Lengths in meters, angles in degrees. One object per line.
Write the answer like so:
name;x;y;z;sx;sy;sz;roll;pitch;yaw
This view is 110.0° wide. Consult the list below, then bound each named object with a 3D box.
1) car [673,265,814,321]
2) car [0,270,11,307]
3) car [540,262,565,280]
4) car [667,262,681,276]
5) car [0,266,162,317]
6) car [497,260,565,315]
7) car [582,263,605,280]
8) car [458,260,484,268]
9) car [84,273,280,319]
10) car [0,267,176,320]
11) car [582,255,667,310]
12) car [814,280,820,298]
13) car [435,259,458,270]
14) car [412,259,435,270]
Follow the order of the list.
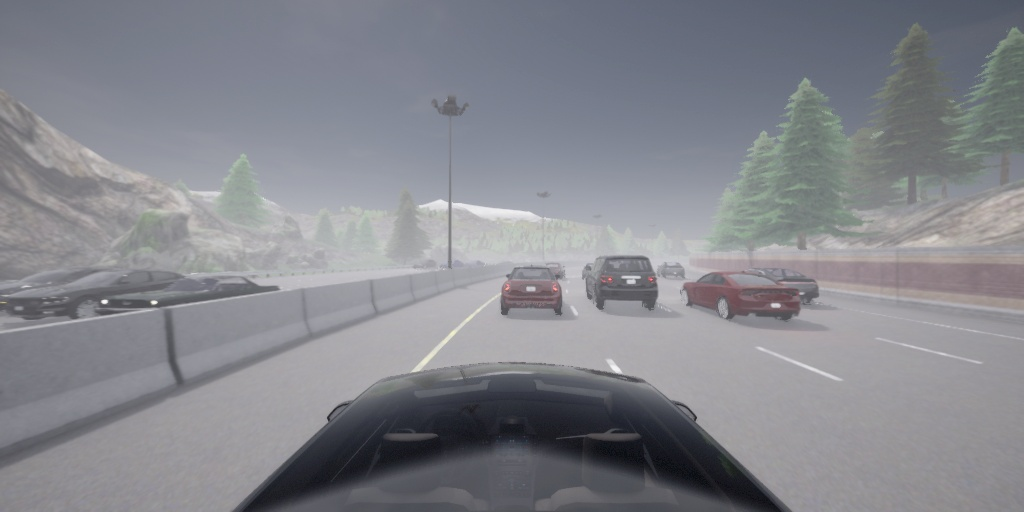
car;7.701;1.252;12.657;1.882;1.535;5.008;0;0;5
car;-20.593;1.254;11.910;1.994;1.385;4.181;0;0;4
car;3.719;1.291;32.222;1.812;1.442;4.674;0;0;13
car;14.909;1.291;33.809;2.128;1.511;4.902;0;0;14
car;-16.955;1.206;13.839;1.837;1.490;4.892;0;0;5
car;0.803;1.106;13.903;2.097;1.767;4.553;0;0;5
car;7.429;1.341;32.684;1.994;1.385;4.181;0;0;13
car;-5.466;1.267;51.631;1.812;1.442;4.674;0;0;19
car;-10.129;1.322;11.766;1.895;1.301;4.718;0;0;4
car;-13.553;1.189;12.480;1.882;1.535;5.008;0;0;4
car;4.405;0.987;15.115;2.150;2.045;5.566;0;0;6
car;11.622;1.278;16.475;2.128;1.511;4.902;0;0;7
car;-8.801;1.209;52.636;1.882;1.535;5.008;0;0;19
car;-12.620;1.225;52.304;1.837;1.490;4.892;0;0;19
